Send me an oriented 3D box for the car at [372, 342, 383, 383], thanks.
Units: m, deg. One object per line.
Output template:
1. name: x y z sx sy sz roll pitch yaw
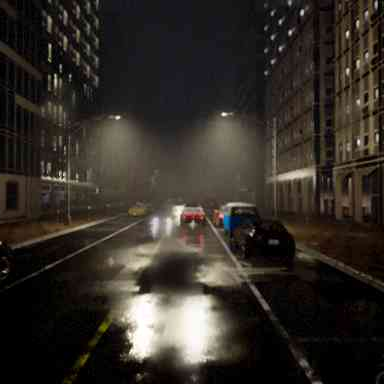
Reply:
1. car: 2.691 1.584 1.603 1.947 1.339 4.313 0 -1 0

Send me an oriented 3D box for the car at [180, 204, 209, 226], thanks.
1. car: 0.075 1.862 25.693 1.895 1.301 4.718 0 -1 0

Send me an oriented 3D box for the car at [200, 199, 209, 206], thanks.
1. car: 2.626 2.202 70.076 1.752 1.417 4.829 0 -1 0

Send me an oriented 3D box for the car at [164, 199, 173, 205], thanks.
1. car: -5.765 2.357 81.293 1.802 1.307 4.206 0 -1 0

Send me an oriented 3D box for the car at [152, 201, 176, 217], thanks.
1. car: -3.132 1.966 36.478 1.895 1.301 4.718 0 -1 0

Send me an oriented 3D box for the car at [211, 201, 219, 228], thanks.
1. car: 2.670 1.688 24.372 1.967 1.590 4.097 0 -1 0

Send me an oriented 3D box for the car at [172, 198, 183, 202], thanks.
1. car: -3.074 2.032 77.122 1.882 1.535 5.008 0 -1 0

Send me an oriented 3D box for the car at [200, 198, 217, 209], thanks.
1. car: 2.649 1.781 47.141 2.192 1.841 5.009 0 -1 0

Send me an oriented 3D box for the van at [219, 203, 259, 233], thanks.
1. van: 2.676 1.533 18.682 1.690 1.788 3.998 0 -1 0

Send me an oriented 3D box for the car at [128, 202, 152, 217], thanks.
1. car: -5.722 1.882 35.587 1.752 1.417 4.829 0 -1 0

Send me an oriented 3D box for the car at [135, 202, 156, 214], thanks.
1. car: -5.727 1.963 41.451 2.008 1.369 4.403 0 -1 0

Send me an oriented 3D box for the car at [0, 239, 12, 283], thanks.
1. car: -5.695 1.643 7.295 1.947 1.339 4.313 0 -1 0

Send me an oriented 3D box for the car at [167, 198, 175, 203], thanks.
1. car: -5.777 2.425 92.679 2.008 1.369 4.403 0 0 0

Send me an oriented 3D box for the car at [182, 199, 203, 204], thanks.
1. car: 0.060 1.977 41.534 1.994 1.385 4.181 0 -1 0

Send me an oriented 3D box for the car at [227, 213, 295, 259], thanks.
1. car: 2.680 1.701 12.986 1.947 1.339 4.313 0 -1 0

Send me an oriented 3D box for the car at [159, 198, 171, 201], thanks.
1. car: -5.749 2.174 64.219 2.008 1.369 4.403 0 -1 0
